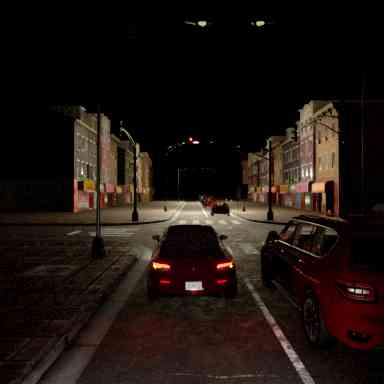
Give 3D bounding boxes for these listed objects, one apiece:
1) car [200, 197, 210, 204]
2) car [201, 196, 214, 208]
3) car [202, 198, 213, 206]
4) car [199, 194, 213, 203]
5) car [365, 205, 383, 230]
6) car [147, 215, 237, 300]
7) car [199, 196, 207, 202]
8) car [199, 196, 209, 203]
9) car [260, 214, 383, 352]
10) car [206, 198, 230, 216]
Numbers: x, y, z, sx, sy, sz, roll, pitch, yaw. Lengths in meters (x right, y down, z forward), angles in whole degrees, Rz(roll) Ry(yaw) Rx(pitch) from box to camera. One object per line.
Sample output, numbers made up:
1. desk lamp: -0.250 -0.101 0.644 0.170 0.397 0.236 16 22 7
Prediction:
1. car: 2.726 1.729 70.629 1.802 1.307 4.206 0 0 0
2. car: 2.702 1.621 48.880 1.887 1.381 4.507 1 0 0
3. car: 2.714 1.691 59.755 1.802 1.307 4.206 0 0 0
4. car: 2.710 1.407 54.318 2.192 1.841 5.009 1 0 0
5. car: 13.566 1.583 20.717 4.674 1.442 1.812 0 -1 0
6. car: -0.041 1.530 8.291 1.812 1.442 4.674 0 0 -2
7. car: 2.744 1.780 86.942 1.947 1.339 4.313 0 0 0
8. car: 2.732 1.719 76.067 2.008 1.369 4.403 0 0 0
9. car: 2.657 1.318 6.138 2.192 1.841 5.009 1 0 0
10. car: 2.684 1.583 32.568 1.887 1.381 4.507 1 0 0
